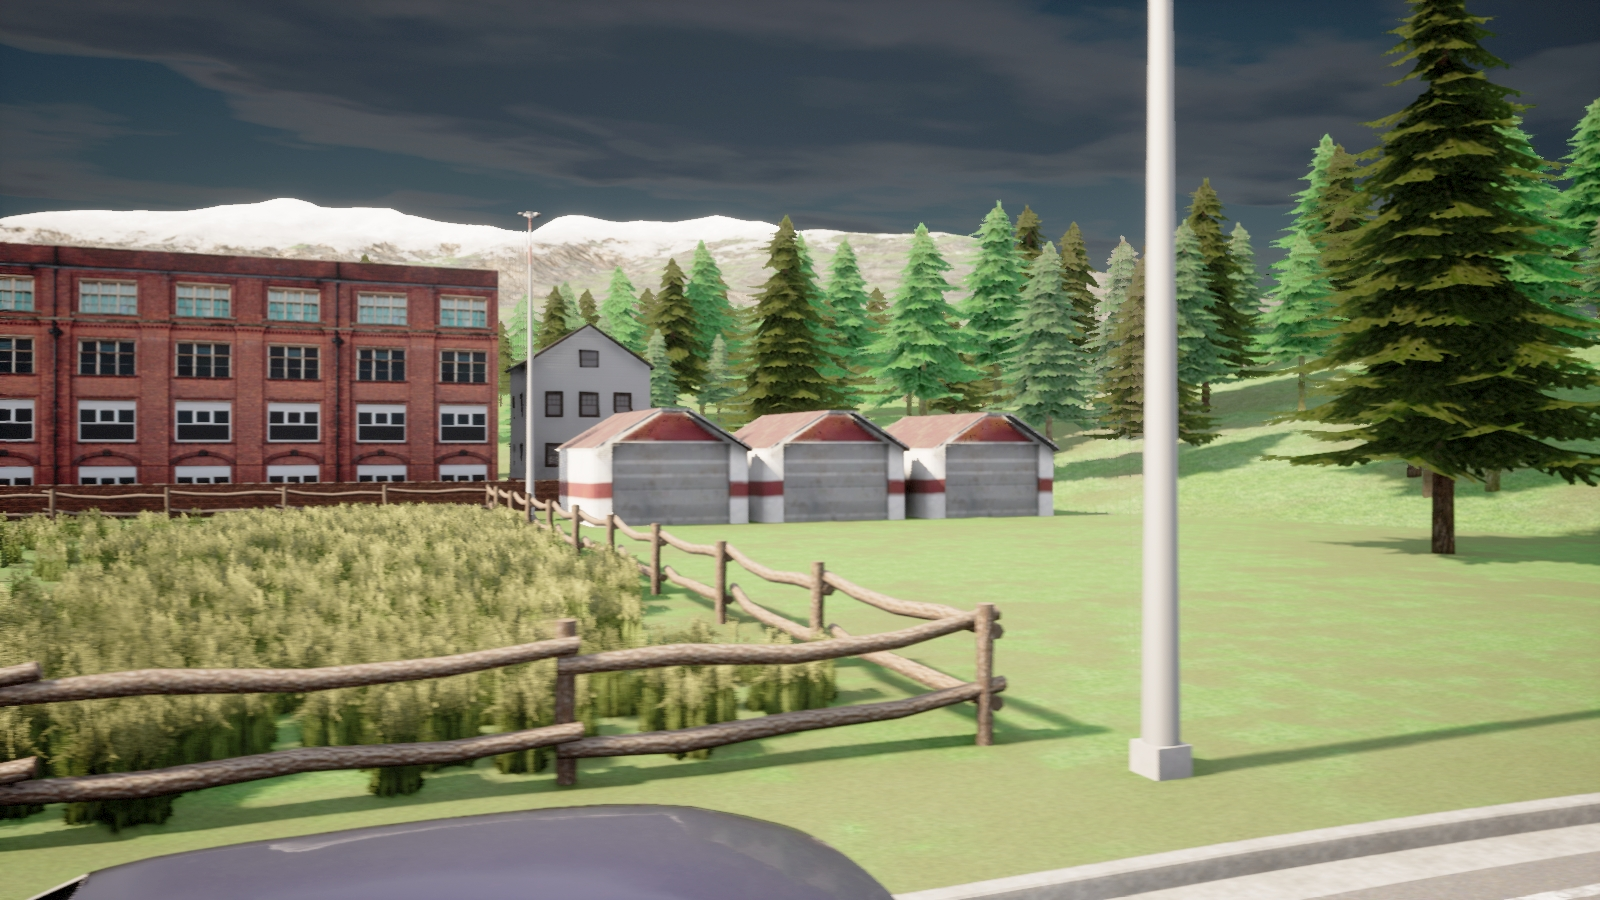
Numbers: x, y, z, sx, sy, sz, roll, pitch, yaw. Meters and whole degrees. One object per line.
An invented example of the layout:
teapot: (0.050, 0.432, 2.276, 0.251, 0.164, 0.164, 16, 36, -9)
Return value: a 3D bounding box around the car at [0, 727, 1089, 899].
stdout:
car: (-1.713, 1.967, 2.795, 4.611, 1.667, 2.242, 0, 0, -21)
